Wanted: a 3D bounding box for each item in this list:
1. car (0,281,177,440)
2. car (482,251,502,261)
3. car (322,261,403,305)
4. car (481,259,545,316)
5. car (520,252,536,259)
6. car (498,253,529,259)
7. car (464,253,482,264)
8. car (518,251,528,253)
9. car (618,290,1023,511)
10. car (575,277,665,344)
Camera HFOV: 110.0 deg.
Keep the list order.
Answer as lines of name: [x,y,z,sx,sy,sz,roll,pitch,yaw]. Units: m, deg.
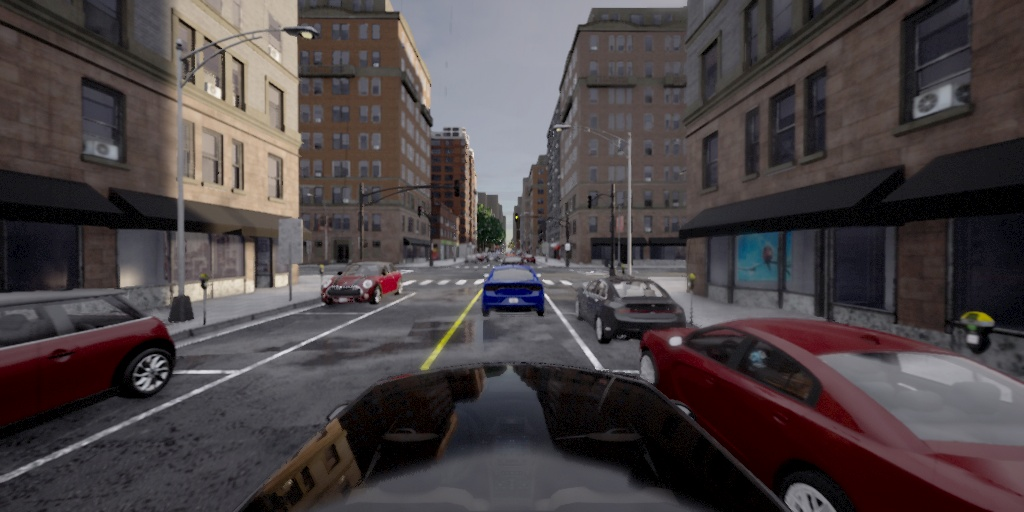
car: [-5.857,1.159,3.445,1.967,1.591,4.097,0,0,0]
car: [-3.233,0.283,58.456,2.128,1.511,4.902,0,1,0]
car: [-5.855,0.967,14.430,1.967,1.591,4.097,0,0,0]
car: [0.028,1.040,12.428,1.882,1.535,5.008,0,1,0]
car: [2.543,0.426,52.861,1.888,1.381,4.507,0,0,-1]
car: [0.113,0.731,27.968,1.882,1.535,5.008,0,1,0]
car: [-5.982,0.432,52.786,2.007,1.370,4.403,0,0,-1]
car: [2.440,0.233,64.043,1.751,1.417,4.829,0,0,-1]
car: [2.670,1.264,3.451,1.888,1.381,4.507,0,0,0]
car: [2.670,1.173,8.942,2.007,1.370,4.403,0,0,0]
